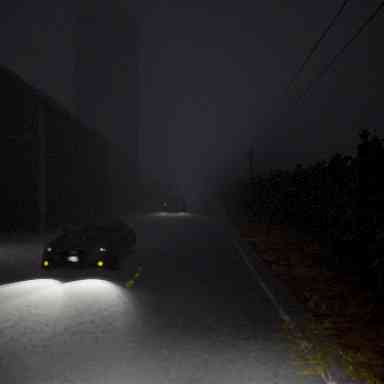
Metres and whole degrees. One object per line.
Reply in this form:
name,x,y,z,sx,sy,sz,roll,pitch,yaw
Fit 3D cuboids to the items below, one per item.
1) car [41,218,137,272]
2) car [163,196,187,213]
car,-3.020,1.530,10.569,1.994,1.385,4.181,0,0,1
car,-1.738,1.229,35.409,2.097,1.767,4.553,0,0,4
